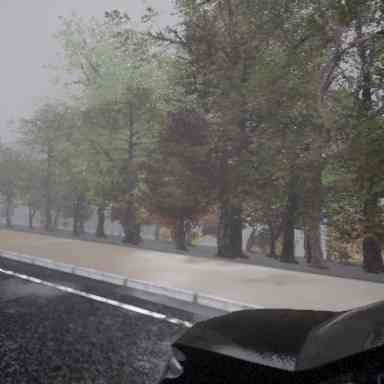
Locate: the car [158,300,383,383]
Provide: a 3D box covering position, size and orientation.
[{"bbox_3d":[1.867,1.527,2.355,4.674,1.442,1.812,0,0,36],"label":"car"}]
